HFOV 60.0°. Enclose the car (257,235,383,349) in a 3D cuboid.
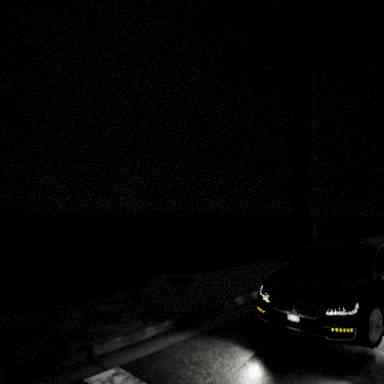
[{"bbox_3d":[3.174,1.711,6.811,1.837,1.490,4.892,-1,-2,43],"label":"car"}]
